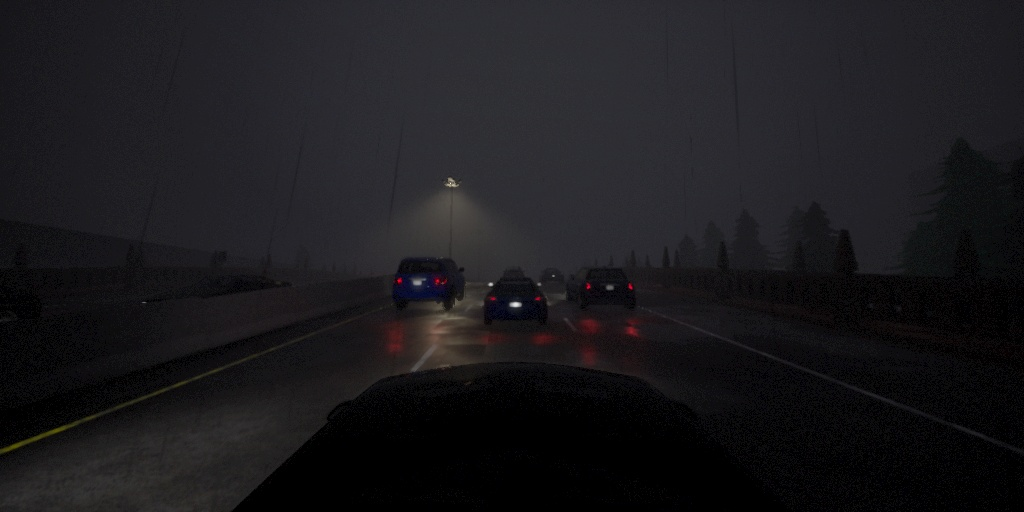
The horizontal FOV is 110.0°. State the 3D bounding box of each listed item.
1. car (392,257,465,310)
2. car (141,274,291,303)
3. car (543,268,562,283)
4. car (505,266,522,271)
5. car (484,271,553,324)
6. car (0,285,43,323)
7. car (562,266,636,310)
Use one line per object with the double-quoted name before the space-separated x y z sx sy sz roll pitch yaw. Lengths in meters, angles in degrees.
"car" -3.384 1.077 15.535 2.150 2.045 5.566 0 0 0
"car" -10.584 1.383 13.523 2.033 1.411 5.357 0 0 0
"car" 3.637 1.824 33.439 1.994 1.385 4.181 0 -3 0
"car" 0.136 1.729 33.022 2.128 1.511 4.902 0 -3 0
"car" 0.112 1.396 12.385 1.994 1.385 4.181 0 0 0
"car" -14.092 1.296 7.932 1.837 1.490 4.892 0 0 0
"car" 3.615 1.209 15.349 2.097 1.767 4.553 0 0 0
